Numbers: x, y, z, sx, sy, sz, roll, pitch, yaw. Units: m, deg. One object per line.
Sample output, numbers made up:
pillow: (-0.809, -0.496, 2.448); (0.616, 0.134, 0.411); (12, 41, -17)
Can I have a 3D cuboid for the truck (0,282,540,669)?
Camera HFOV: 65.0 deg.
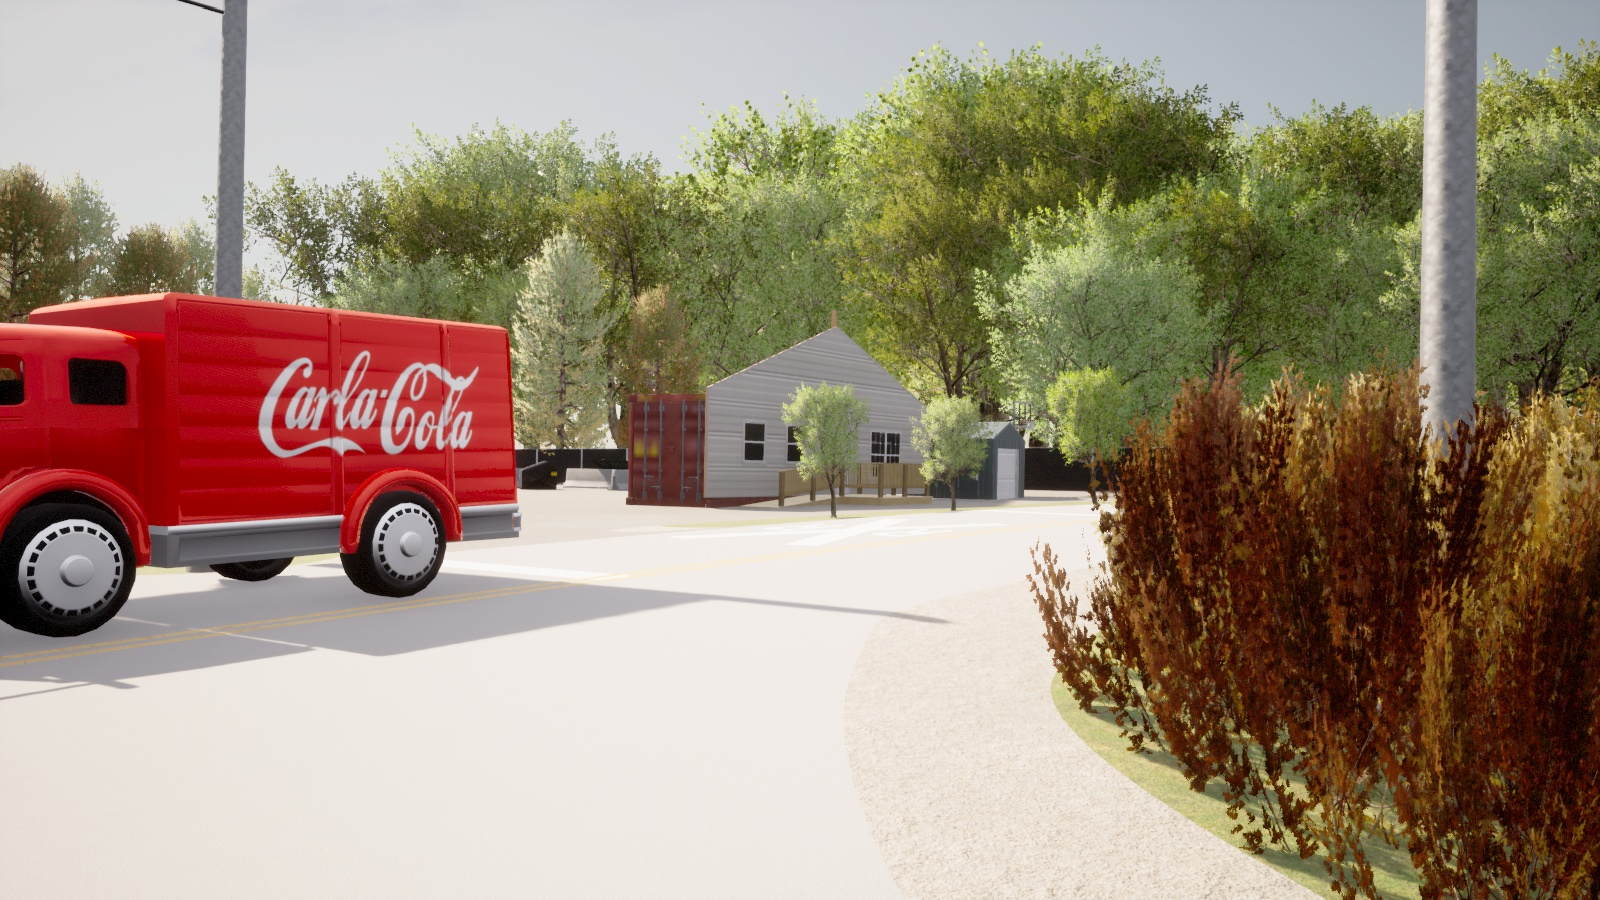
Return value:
truck: (-5.027, 0.128, 10.451); (2.627, 2.467, 5.204); (-1, 1, 34)
